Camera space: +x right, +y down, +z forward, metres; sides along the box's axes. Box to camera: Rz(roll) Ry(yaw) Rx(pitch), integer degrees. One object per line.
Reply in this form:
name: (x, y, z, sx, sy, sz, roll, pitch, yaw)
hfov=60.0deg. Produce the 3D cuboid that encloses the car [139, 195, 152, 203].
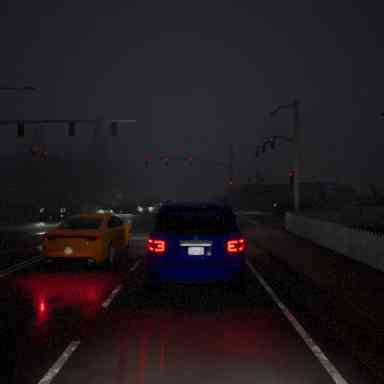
car: (-10.295, 1.533, 74.329, 2.128, 1.511, 4.902, 0, 0, 0)

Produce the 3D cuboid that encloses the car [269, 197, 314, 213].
car: (10.746, 1.356, 36.099, 4.553, 1.767, 2.097, 0, 0, -1)

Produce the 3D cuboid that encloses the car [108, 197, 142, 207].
car: (-7.003, 1.551, 35.461, 2.033, 1.411, 5.357, 0, 0, 0)

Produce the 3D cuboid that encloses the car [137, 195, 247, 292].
car: (0.087, 1.222, 9.048, 2.150, 2.045, 5.566, 0, 0, 0)

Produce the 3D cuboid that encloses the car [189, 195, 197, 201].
car: (0.245, 1.549, 89.038, 2.033, 1.411, 5.357, 0, 0, 0)

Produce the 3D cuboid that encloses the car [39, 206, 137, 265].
car: (-3.392, 1.479, 11.672, 1.882, 1.535, 5.008, 0, 0, 0)

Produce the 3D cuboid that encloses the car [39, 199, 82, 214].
car: (-10.526, 1.355, 26.999, 2.097, 1.767, 4.553, 0, 0, 0)

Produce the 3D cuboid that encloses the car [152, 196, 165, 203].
car: (-6.811, 1.555, 68.476, 2.033, 1.411, 5.357, 0, 0, 0)

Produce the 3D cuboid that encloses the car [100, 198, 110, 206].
car: (-10.672, 1.482, 44.393, 1.882, 1.535, 5.008, 0, 0, 3)

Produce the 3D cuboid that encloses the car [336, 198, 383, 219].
car: (15.000, 1.529, 28.989, 4.674, 1.442, 1.812, 0, 0, -2)

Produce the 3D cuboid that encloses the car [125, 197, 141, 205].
car: (-10.413, 1.607, 59.190, 1.895, 1.301, 4.718, 0, 0, 0)

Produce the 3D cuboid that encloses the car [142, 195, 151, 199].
car: (-6.952, 1.531, 51.433, 1.812, 1.442, 4.674, 0, 0, 0)
